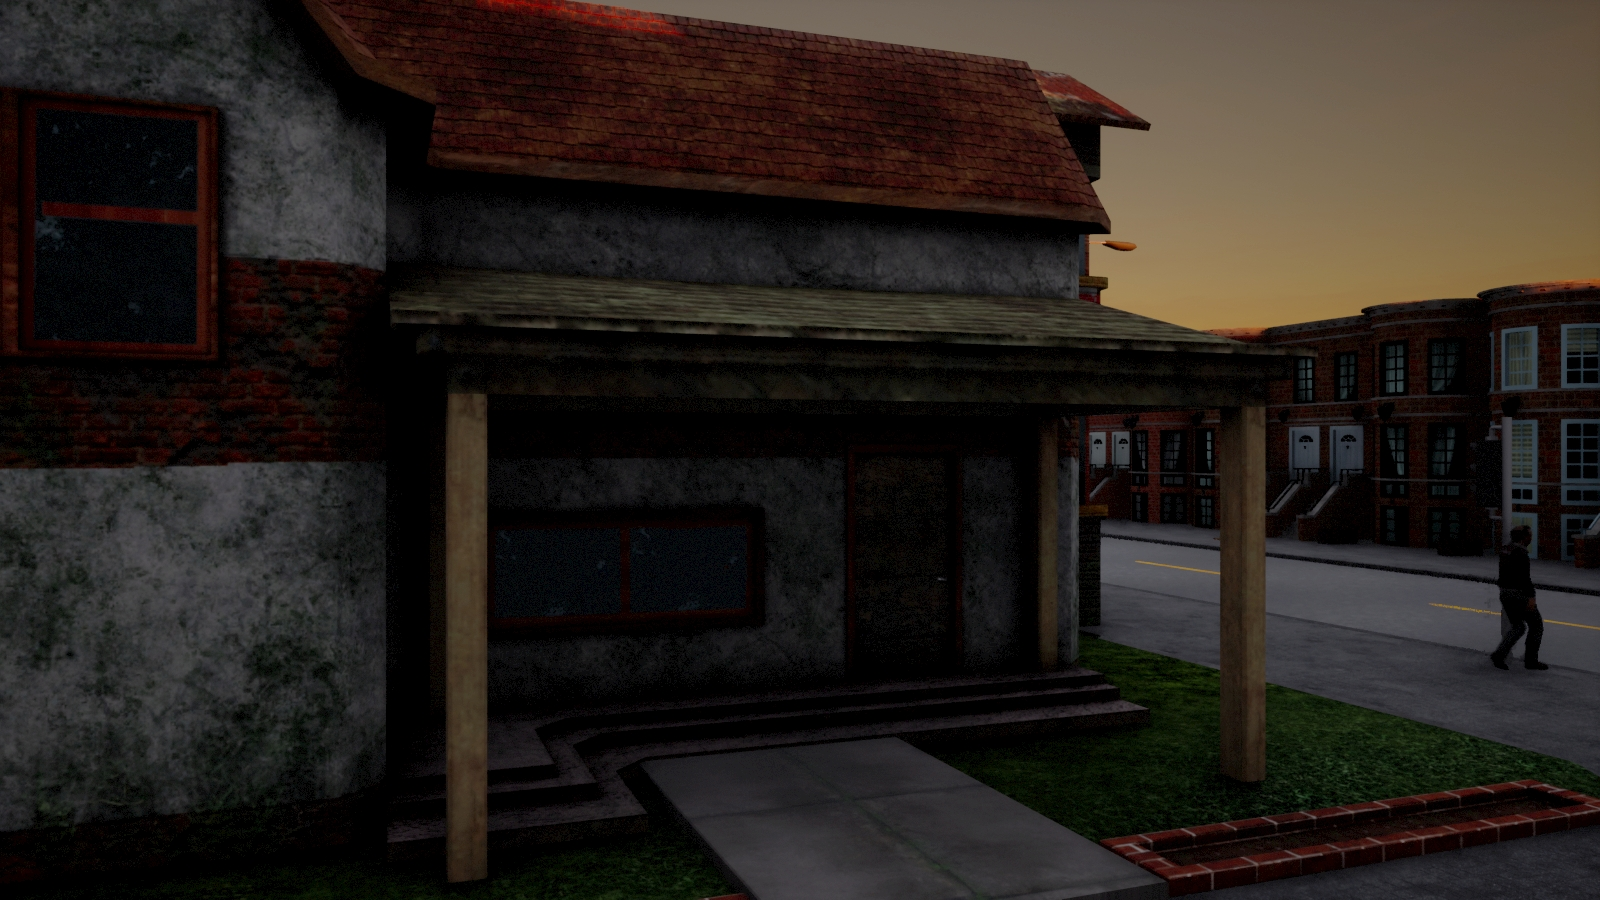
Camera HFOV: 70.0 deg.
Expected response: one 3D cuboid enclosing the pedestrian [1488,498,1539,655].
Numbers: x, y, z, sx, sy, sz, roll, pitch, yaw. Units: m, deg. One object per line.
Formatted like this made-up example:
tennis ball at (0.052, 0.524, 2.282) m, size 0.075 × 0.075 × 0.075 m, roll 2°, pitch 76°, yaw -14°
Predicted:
pedestrian at (8.654, 1.524, 13.860) m, size 0.375 × 1.860 × 0.375 m, roll 0°, pitch 0°, yaw -3°
